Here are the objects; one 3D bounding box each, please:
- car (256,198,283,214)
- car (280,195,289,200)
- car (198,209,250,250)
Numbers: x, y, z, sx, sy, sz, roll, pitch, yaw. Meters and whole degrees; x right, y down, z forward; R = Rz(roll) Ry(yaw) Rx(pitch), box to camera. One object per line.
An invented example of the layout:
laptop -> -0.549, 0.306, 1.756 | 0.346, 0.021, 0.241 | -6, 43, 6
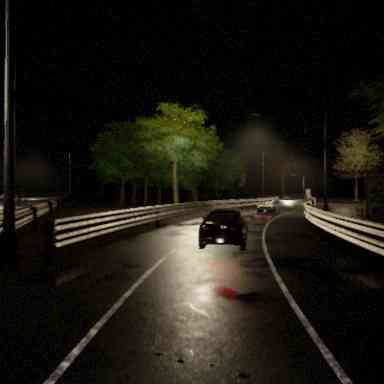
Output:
car -> 8.397, 1.624, 36.014 | 1.895, 1.301, 4.718 | 0, 0, 25
car -> 25.337, 1.578, 91.561 | 1.895, 1.301, 4.718 | 0, 0, 6
car -> 1.450, 1.512, 14.433 | 1.837, 1.490, 4.892 | 0, 0, 10
